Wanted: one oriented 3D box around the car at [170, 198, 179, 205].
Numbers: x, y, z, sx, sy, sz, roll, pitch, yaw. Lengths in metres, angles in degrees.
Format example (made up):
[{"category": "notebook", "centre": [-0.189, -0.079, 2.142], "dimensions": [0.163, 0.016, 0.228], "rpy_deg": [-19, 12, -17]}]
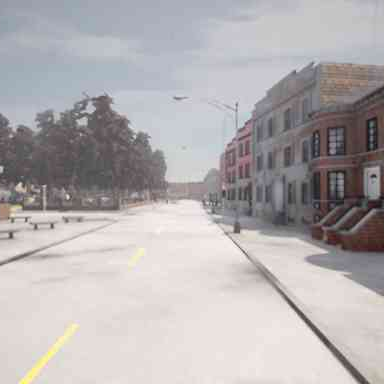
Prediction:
[{"category": "car", "centre": [-4.185, 2.323, 79.505], "dimensions": [2.097, 1.767, 4.553], "rpy_deg": [0, -1, 0]}]
